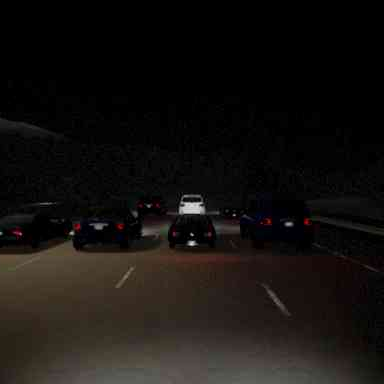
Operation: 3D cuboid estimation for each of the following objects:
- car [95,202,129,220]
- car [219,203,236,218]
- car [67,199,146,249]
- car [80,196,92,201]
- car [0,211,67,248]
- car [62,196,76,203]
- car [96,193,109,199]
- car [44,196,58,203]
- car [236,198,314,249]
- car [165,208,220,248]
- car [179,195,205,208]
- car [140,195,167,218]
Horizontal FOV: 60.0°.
[{"bbox_3d":[-7.000,1.614,29.680,1.895,1.301,4.718,0,0,0],"label":"car"},{"bbox_3d":[3.500,1.614,29.680,1.895,1.301,4.718,0,0,0],"label":"car"},{"bbox_3d":[-3.500,1.363,14.620,2.097,1.767,4.553,0,0,0],"label":"car"},{"bbox_3d":[-22.690,1.508,71.331,2.033,1.411,5.357,0,0,-8],"label":"car"},{"bbox_3d":[-7.000,1.560,14.650,2.033,1.411,5.357,0,0,0],"label":"car"},{"bbox_3d":[-26.133,1.513,70.698,2.033,1.411,5.357,0,0,-8],"label":"car"},{"bbox_3d":[-19.243,1.188,71.934,2.150,2.045,5.566,0,0,-8],"label":"car"},{"bbox_3d":[-29.576,1.503,70.066,2.128,1.511,4.902,0,0,-8],"label":"car"},{"bbox_3d":[3.500,1.255,14.680,2.150,2.045,5.566,0,0,0],"label":"car"},{"bbox_3d":[0.000,1.613,14.680,1.895,1.301,4.718,0,0,0],"label":"car"},{"bbox_3d":[0.000,1.255,29.680,2.150,2.045,5.566,0,0,0],"label":"car"},{"bbox_3d":[-3.500,1.255,29.680,2.150,2.045,5.566,0,0,0],"label":"car"}]
